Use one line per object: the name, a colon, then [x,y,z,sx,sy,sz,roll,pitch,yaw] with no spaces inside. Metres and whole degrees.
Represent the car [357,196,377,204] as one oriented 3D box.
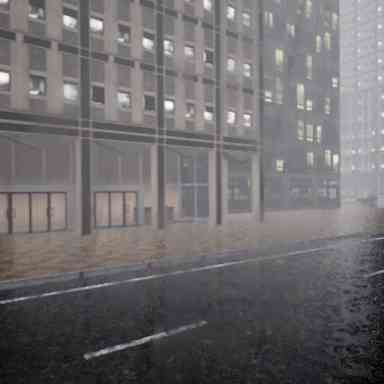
car: [29.859,1.323,55.489,1.887,1.381,4.507,0,0,-34]
